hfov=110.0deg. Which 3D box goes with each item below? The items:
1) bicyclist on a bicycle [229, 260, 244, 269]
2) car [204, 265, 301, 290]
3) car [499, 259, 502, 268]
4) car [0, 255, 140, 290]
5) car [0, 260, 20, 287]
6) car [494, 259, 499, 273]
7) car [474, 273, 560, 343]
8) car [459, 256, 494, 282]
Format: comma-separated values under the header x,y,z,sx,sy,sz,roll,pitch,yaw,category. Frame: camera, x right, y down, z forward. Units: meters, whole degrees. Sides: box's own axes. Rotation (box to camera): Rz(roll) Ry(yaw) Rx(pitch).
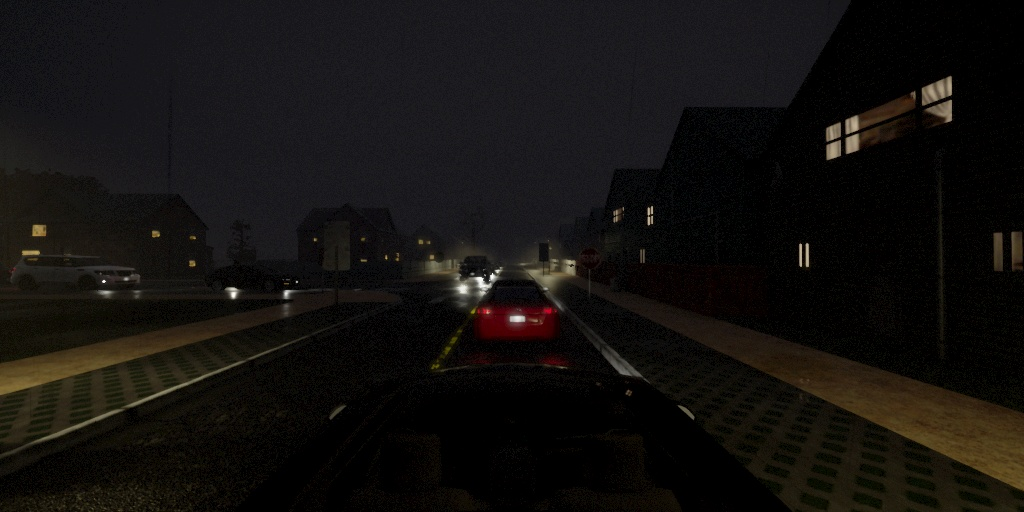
x,y,z,sx,sy,sz,roll,pitch,yaw,category
-20.251,1.101,26.399,0.582,1.620,1.656,0,0,-1,bicyclist on a bicycle
-14.789,1.241,20.587,4.892,1.490,1.837,0,-1,-1,car
-2.903,1.251,54.457,1.882,1.535,5.008,0,0,0,car
-24.825,0.951,20.505,5.566,2.045,2.150,0,-1,0,car
-35.819,1.120,23.352,4.553,1.767,2.097,0,-1,0,car
-2.909,1.257,41.655,2.128,1.511,4.902,0,0,0,car
0.092,1.316,9.660,1.994,1.385,4.181,0,0,-1,car
-2.891,0.981,28.865,2.150,2.045,5.566,0,0,0,car
